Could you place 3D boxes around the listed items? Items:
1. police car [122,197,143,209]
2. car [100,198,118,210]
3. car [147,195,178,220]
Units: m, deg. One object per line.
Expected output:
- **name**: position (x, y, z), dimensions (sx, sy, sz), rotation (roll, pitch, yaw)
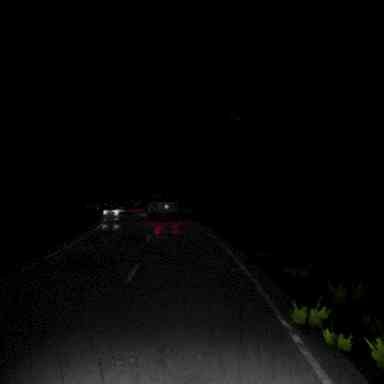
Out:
- **police car**: position (-8.394, 1.530, 46.412), dimensions (2.038, 1.542, 4.974), rotation (0, 0, -24)
- **car**: position (-11.004, 1.530, 43.880), dimensions (1.837, 1.490, 4.892), rotation (0, 0, -23)
- **car**: position (-2.609, 1.236, 28.930), dimensions (2.150, 2.045, 5.566), rotation (0, 0, -13)
